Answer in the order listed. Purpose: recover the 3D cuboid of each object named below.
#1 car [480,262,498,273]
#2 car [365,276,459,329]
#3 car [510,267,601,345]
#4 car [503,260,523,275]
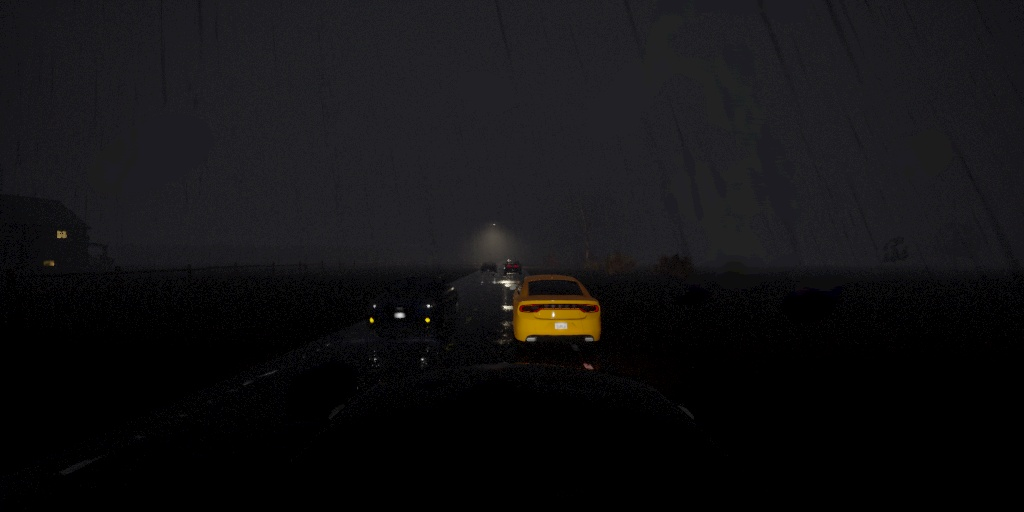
[{"bbox_3d":[-2.735,1.345,43.490,1.895,1.301,4.718,0,0,0],"label":"car"},{"bbox_3d":[-2.846,1.312,11.058,1.994,1.385,4.181,0,0,0],"label":"car"},{"bbox_3d":[0.966,1.227,9.533,1.882,1.535,5.008,0,0,0],"label":"car"},{"bbox_3d":[0.098,1.236,39.195,2.128,1.511,4.902,0,0,0],"label":"car"}]
